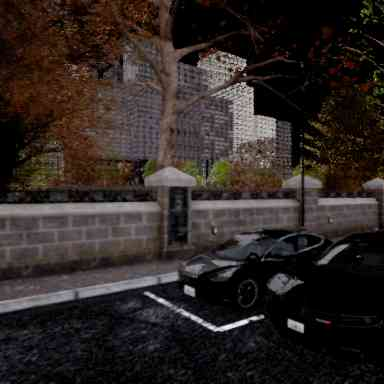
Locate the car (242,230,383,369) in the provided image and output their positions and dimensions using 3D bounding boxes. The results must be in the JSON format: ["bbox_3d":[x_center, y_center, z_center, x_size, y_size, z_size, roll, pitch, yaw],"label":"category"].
[{"bbox_3d":[3.398,1.475,5.788,5.008,1.535,1.882,0,0,-35],"label":"car"}]

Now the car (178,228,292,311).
[{"bbox_3d":[1.730,1.563,7.788,4.313,1.339,1.947,0,0,-35],"label":"car"}]
